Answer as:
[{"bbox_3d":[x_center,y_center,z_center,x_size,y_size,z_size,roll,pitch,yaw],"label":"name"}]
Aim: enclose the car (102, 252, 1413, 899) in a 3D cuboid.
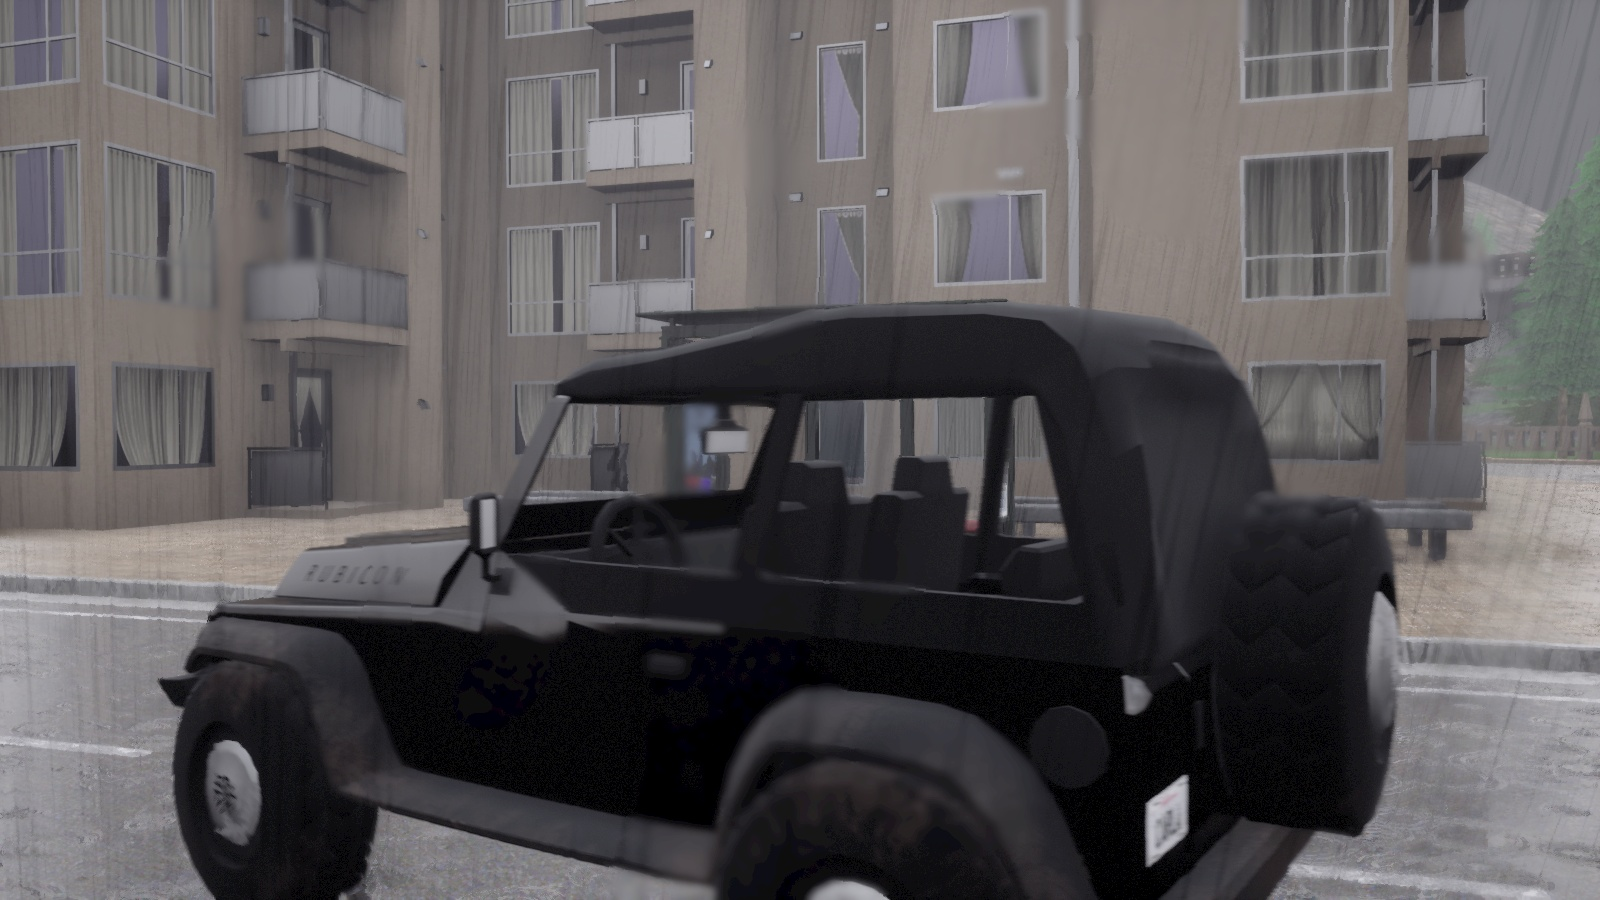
[{"bbox_3d":[-0.285,0.556,4.093,3.866,1.878,1.905,1,1,34],"label":"car"}]
